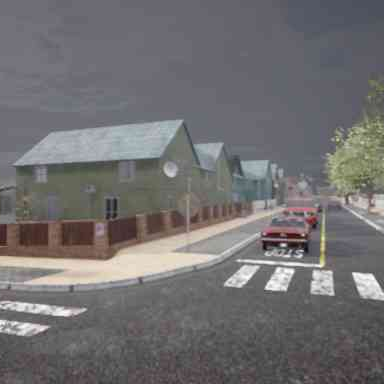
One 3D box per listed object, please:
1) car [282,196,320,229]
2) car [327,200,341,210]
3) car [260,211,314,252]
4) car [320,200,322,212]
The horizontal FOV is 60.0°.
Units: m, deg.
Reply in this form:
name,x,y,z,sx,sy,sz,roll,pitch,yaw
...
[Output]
name,x,y,z,sx,sy,sz,roll,pitch,yaw
car,7.825,1.437,23.881,2.150,2.045,5.566,-1,-1,22
car,21.829,1.899,51.087,2.128,1.511,4.902,-1,-1,22
car,4.256,1.740,14.805,1.895,1.301,4.718,-1,-1,20
car,15.504,1.591,42.980,2.150,2.045,5.566,-1,-1,26
